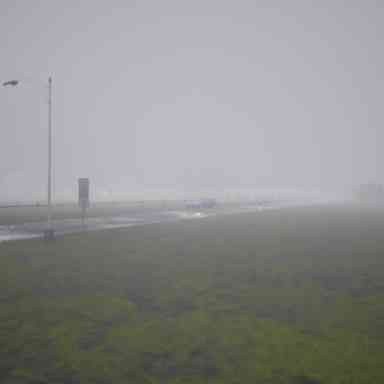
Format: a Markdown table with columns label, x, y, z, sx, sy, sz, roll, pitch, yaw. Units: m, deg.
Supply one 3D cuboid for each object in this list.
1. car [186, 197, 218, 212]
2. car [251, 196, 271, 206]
| label | x | y | z | sx | sy | sz | roll | pitch | yaw |
| --- | --- | --- | --- | --- | --- | --- | --- | --- | --- |
| car | 1.192 | 1.378 | 38.123 | 1.882 | 1.535 | 5.008 | 1 | 1 | 34 |
| car | 10.873 | 1.396 | 52.393 | 1.837 | 1.490 | 4.892 | 1 | 0 | 34 |
